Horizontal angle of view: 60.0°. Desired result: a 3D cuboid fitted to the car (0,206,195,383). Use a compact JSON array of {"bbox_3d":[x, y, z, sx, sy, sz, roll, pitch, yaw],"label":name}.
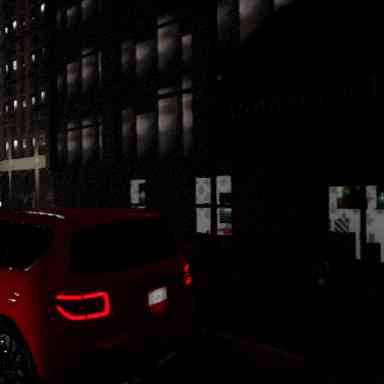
[{"bbox_3d":[-2.560,1.241,5.211,5.566,2.045,2.150,0,0,35],"label":"car"}]
